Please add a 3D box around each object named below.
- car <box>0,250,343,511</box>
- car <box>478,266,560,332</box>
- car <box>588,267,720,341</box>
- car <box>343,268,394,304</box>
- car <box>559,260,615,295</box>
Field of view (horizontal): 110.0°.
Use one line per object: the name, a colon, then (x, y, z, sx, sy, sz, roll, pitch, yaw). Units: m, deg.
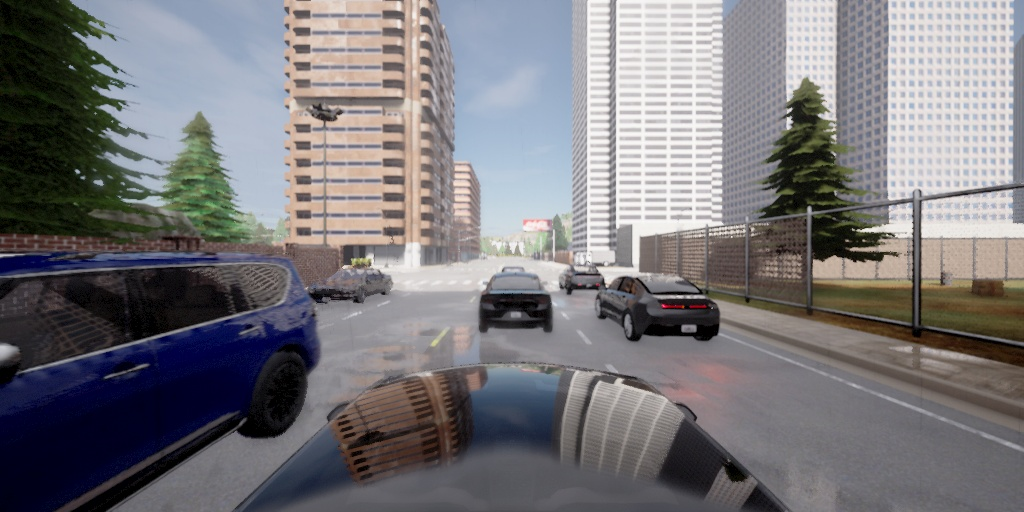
car: (-3.597, 0.968, 2.491, 2.150, 2.045, 5.566, 0, 0, 0)
car: (0.099, 1.194, 10.716, 1.882, 1.535, 5.008, 0, 0, 0)
car: (3.602, 1.224, 9.725, 1.837, 1.490, 4.892, 0, 0, 0)
car: (-7.035, 1.243, 16.317, 2.033, 1.411, 5.357, 0, 0, 0)
car: (3.618, 1.176, 19.116, 2.128, 1.511, 4.902, 0, 0, 1)
